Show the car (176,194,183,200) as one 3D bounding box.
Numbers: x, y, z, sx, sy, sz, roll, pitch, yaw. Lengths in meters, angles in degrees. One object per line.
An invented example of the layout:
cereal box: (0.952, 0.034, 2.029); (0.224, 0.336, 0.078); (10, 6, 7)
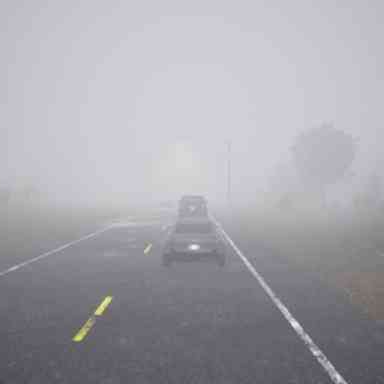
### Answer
car: (-3.437, 1.399, 94.628); (1.882, 1.535, 5.008); (0, 0, -2)

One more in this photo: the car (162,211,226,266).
car: (0.073, 1.563, 11.590); (1.994, 1.385, 4.181); (0, 0, 0)

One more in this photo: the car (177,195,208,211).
car: (0.070, 1.226, 25.469); (2.150, 2.045, 5.566); (0, 0, 0)

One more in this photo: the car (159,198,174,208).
car: (-3.568, 1.562, 48.263); (2.033, 1.411, 5.357); (0, 0, 0)
